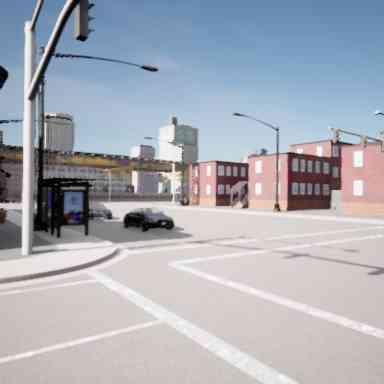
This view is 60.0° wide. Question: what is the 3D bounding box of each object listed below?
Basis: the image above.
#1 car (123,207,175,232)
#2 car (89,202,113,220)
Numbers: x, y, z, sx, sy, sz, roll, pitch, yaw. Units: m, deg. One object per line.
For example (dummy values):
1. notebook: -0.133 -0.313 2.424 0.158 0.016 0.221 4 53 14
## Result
1. car: -2.831 1.697 21.425 1.994 1.385 4.181 1 -1 -35
2. car: -8.631 1.659 29.627 1.812 1.442 4.674 1 -1 -35
